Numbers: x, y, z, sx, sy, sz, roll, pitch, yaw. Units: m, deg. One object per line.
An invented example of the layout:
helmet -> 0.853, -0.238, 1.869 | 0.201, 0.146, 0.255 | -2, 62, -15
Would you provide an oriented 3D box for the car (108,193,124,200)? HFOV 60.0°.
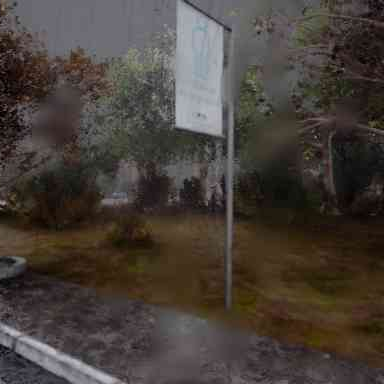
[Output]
car -> -15.112, 0.821, 67.704 | 2.033, 1.411, 5.357 | 1, 1, 32
